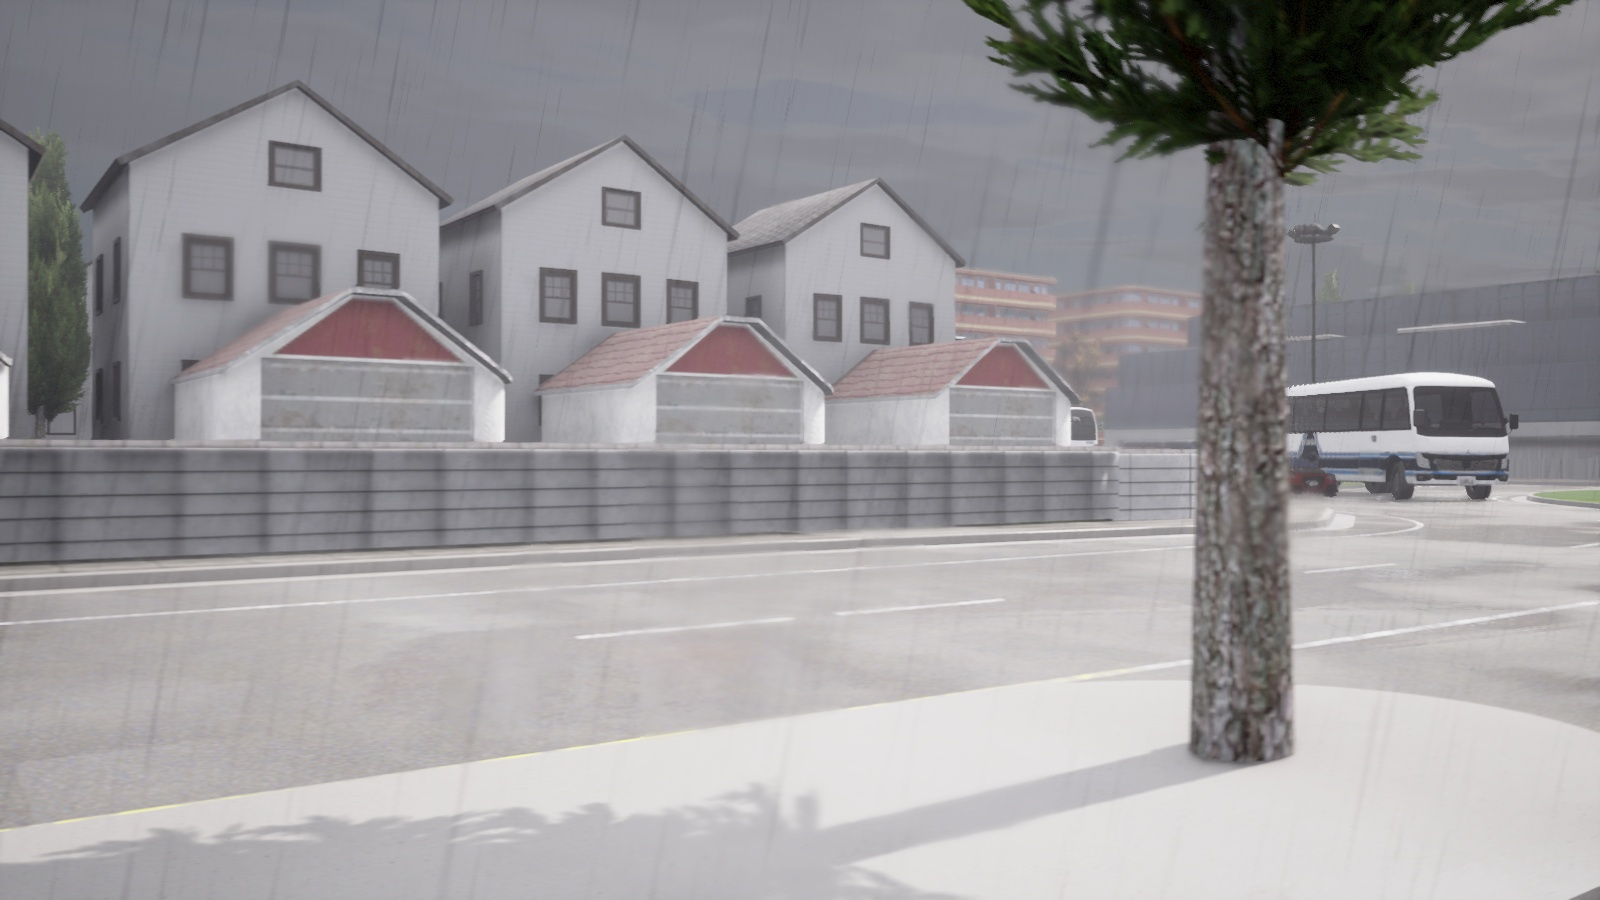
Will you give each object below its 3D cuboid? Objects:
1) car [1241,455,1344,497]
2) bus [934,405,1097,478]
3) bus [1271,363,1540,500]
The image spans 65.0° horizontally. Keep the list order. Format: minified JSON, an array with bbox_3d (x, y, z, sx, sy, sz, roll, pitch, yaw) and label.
[{"bbox_3d":[17.193,0.880,44.066,1.994,1.385,4.181,0,0,0],"label":"car"},{"bbox_3d":[13.350,-0.466,78.905,3.944,4.253,10.273,0,0,-36],"label":"bus"},{"bbox_3d":[20.816,-0.567,44.268,3.944,4.253,10.273,0,0,-4],"label":"bus"}]
